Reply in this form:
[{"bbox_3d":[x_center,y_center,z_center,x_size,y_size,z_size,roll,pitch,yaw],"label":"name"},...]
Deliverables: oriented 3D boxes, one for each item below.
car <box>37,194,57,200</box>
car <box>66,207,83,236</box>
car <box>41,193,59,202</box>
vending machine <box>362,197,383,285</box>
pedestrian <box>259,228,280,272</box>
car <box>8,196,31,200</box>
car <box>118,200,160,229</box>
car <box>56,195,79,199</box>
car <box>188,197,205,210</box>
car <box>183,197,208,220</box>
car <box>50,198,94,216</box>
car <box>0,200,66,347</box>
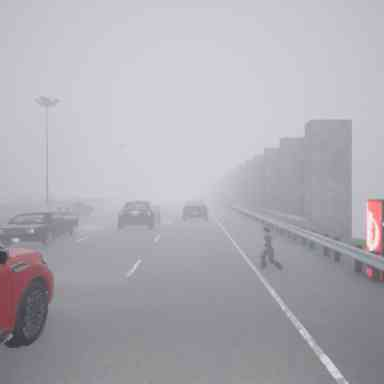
[{"bbox_3d":[-23.686,1.369,54.248,2.128,1.511,4.902,0,0,2],"label":"car"},{"bbox_3d":[-6.805,1.566,15.151,1.895,1.301,4.718,0,0,0],"label":"car"},{"bbox_3d":[-30.374,1.194,71.305,2.097,1.767,4.553,0,0,0],"label":"car"},{"bbox_3d":[5.050,1.176,8.378,1.100,2.100,0.880,0,0,0],"label":"vending machine"},{"bbox_3d":[2.169,1.552,9.330,0.375,1.300,0.375,0,0,0],"label":"pedestrian"},{"bbox_3d":[-27.237,1.374,52.286,2.128,1.511,4.902,0,0,2],"label":"car"},{"bbox_3d":[-3.269,1.303,21.337,2.097,1.767,4.553,0,0,0],"label":"car"},{"bbox_3d":[-20.004,1.371,55.029,1.837,1.490,4.892,0,3,3],"label":"car"},{"bbox_3d":[0.638,1.391,43.142,2.128,1.511,4.902,0,0,2],"label":"car"},{"bbox_3d":[0.275,1.415,27.270,1.882,1.535,5.008,0,0,1],"label":"car"},{"bbox_3d":[-10.186,1.481,29.012,2.033,1.411,5.357,0,0,1],"label":"car"},{"bbox_3d":[-3.383,1.215,3.156,2.150,2.045,5.566,0,0,0],"label":"car"}]
